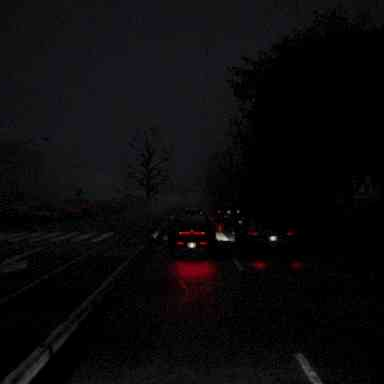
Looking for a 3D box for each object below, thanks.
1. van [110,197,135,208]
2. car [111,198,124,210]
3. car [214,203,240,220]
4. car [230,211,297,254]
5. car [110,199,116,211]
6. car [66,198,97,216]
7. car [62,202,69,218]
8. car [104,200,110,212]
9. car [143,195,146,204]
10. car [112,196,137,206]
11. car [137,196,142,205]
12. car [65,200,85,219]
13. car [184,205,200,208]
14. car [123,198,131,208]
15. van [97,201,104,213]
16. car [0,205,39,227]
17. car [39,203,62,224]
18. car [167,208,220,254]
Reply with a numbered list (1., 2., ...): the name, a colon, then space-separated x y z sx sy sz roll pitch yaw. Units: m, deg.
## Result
1. van: -13.762 1.987 65.790 4.442 1.987 1.878 -1 0 -20
2. car: -13.703 2.142 50.891 5.366 1.575 1.946 -1 -1 -20
3. car: 3.000 1.715 29.096 2.097 1.767 4.553 0 -1 0
4. car: 3.004 1.718 14.307 1.994 1.385 4.181 0 -1 0
5. car: -13.903 2.153 47.821 4.792 1.488 2.163 -1 0 -20
6. car: -13.853 1.887 38.892 4.553 1.767 2.185 0 -1 -20
7. car: -13.912 1.901 29.919 4.792 1.488 2.163 0 -1 -20
8. car: -13.873 2.129 44.849 4.674 1.452 2.002 -1 0 -20
9. car: -13.833 2.107 77.686 4.553 1.767 2.185 -1 0 -20
10. car: -13.898 1.958 62.747 5.566 2.045 2.435 -1 0 -20
11. car: -13.844 1.967 68.743 5.566 2.045 2.435 -1 0 -20
12. car: -13.710 1.916 32.981 5.366 1.575 1.946 0 -1 -20
13. car: 0.002 1.895 29.396 1.812 1.442 4.674 0 -1 0
14. car: -13.866 2.238 59.775 4.674 1.452 2.002 -1 0 -20
15. van: -13.774 1.828 41.920 4.442 1.987 1.878 0 -1 -20
16. car: -13.884 1.818 23.967 4.674 1.452 2.002 0 -1 -20
17. car: -13.714 1.818 27.016 5.366 1.575 1.946 0 -1 -20
18. car: 0.003 1.662 14.305 1.837 1.490 4.892 0 0 0
